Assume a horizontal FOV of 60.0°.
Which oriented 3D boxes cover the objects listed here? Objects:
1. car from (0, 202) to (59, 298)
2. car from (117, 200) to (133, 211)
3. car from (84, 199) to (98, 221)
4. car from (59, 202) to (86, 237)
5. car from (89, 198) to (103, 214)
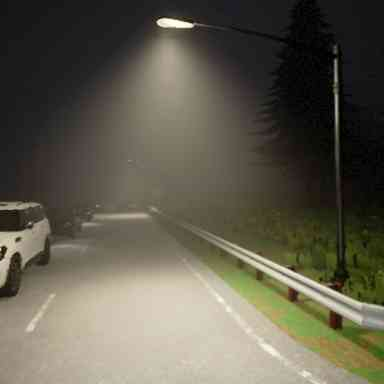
[{"bbox_3d":[-5.327,1.320,8.911,2.150,2.045,5.566,-1,0,-12],"label":"car"},{"bbox_3d":[-8.530,1.692,42.087,1.895,1.301,4.718,-1,0,-12],"label":"car"},{"bbox_3d":[-9.334,1.643,28.001,1.837,1.490,4.892,-1,0,-12],"label":"car"},{"bbox_3d":[-7.375,1.596,18.673,1.882,1.535,5.008,-1,0,-12],"label":"car"},{"bbox_3d":[-11.382,1.510,37.887,2.097,1.767,4.553,-1,0,-11],"label":"car"}]
